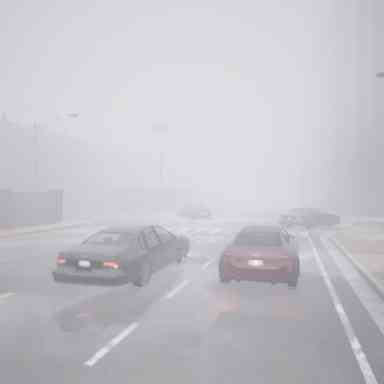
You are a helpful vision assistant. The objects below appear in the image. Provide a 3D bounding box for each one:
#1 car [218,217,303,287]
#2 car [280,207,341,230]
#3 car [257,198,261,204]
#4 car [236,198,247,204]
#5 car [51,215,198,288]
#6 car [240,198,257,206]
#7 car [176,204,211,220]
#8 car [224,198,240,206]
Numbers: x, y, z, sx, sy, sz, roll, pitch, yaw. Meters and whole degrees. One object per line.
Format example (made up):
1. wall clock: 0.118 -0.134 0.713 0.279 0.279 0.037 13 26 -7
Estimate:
1. car: 2.069 1.636 9.691 1.994 1.385 4.181 0 0 17
2. car: 8.014 1.715 22.499 5.357 1.411 2.033 0 -1 -41
3. car: 15.586 2.113 80.761 1.812 1.442 4.674 0 0 16
4. car: 12.207 2.136 81.675 2.033 1.411 5.357 0 0 16
5. car: -1.611 1.619 9.617 2.033 1.411 5.357 0 0 17
6. car: 11.185 2.006 65.803 1.812 1.442 4.674 0 0 17
7. car: 0.101 1.789 30.103 1.994 1.385 4.181 0 -1 -24
8. car: 7.809 2.013 66.721 1.812 1.442 4.674 0 0 17
